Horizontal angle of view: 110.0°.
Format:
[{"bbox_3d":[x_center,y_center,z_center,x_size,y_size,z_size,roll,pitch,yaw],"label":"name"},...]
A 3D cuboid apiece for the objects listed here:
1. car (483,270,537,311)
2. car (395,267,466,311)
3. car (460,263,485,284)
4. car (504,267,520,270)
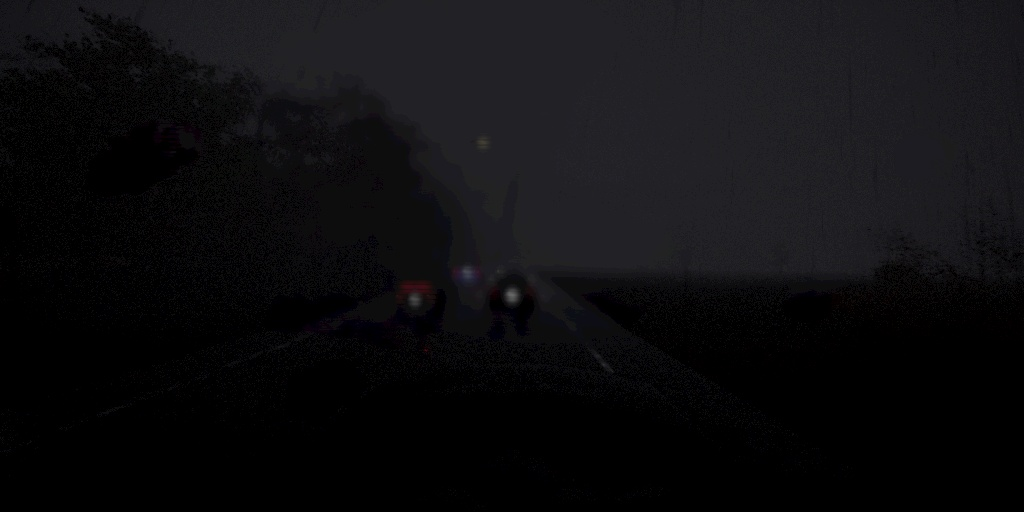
[{"bbox_3d":[0.020,1.457,15.290,1.994,1.385,4.181,0,-1,0],"label":"car"},{"bbox_3d":[-3.481,1.386,15.359,2.128,1.511,4.902,0,0,1],"label":"car"},{"bbox_3d":[-3.485,1.401,30.288,2.097,1.767,4.553,0,-1,0],"label":"car"},{"bbox_3d":[0.001,1.588,29.383,2.033,1.411,5.357,0,-1,0],"label":"car"}]
